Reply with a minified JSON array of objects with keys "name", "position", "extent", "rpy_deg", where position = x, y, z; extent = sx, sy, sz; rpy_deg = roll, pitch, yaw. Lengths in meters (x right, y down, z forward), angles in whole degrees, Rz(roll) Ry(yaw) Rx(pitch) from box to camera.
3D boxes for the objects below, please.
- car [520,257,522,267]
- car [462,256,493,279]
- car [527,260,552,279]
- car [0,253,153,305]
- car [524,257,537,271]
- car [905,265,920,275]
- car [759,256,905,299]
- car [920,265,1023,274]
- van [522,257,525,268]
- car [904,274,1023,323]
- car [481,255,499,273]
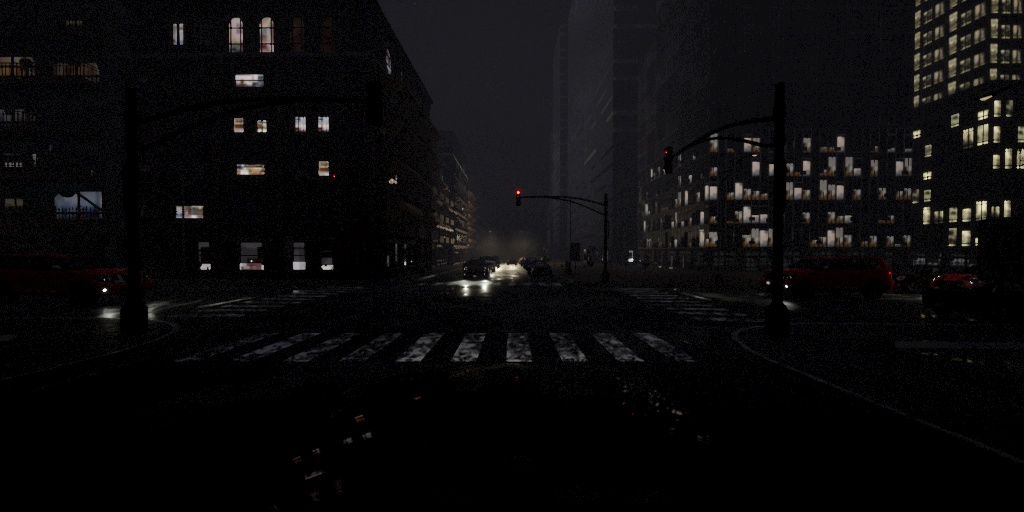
[{"name":"car","position":[2.622,1.240,55.040],"extent":[1.888,1.381,4.507],"rpy_deg":[0,0,0]},{"name":"car","position":[-3.092,1.080,31.749],"extent":[2.097,1.767,4.553],"rpy_deg":[0,0,-1]},{"name":"car","position":[2.637,1.272,32.457],"extent":[1.888,1.381,4.507],"rpy_deg":[0,0,0]},{"name":"car","position":[-18.849,0.911,15.324],"extent":[5.566,2.045,2.150],"rpy_deg":[0,1,1]},{"name":"car","position":[2.633,1.159,38.102],"extent":[1.967,1.591,4.097],"rpy_deg":[0,0,0]},{"name":"car","position":[23.361,1.230,20.711],"extent":[4.097,1.591,1.967],"rpy_deg":[0,0,1]},{"name":"car","position":[15.704,1.020,18.076],"extent":[5.566,2.045,2.150],"rpy_deg":[0,1,1]},{"name":"car","position":[24.095,1.189,17.966],"extent":[4.553,1.767,2.097],"rpy_deg":[0,1,1]},{"name":"van","position":[2.626,1.045,49.394],"extent":[1.690,1.789,3.998],"rpy_deg":[0,0,0]},{"name":"car","position":[16.708,1.445,12.159],"extent":[4.403,1.370,2.007],"rpy_deg":[0,0,1]},{"name":"car","position":[-3.131,0.935,43.691],"extent":[2.150,2.045,5.566],"rpy_deg":[0,0,0]}]
